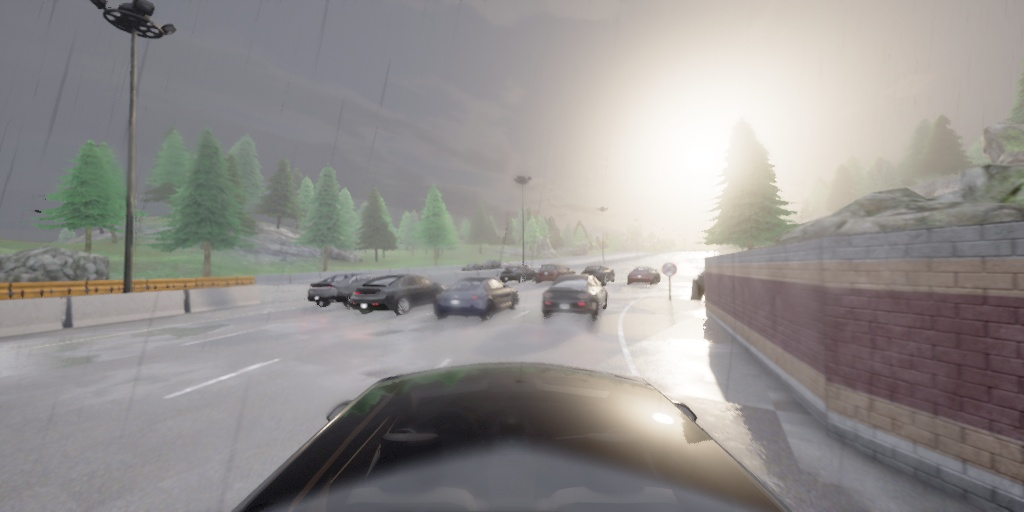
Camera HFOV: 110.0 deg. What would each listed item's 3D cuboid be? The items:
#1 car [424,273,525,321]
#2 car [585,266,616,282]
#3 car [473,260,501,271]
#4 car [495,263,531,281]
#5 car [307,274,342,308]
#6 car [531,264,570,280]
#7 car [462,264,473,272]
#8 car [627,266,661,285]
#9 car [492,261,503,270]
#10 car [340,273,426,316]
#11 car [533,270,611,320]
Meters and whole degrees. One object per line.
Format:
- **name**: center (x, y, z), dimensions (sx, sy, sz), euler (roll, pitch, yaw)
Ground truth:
- **car**: center (-1.178, 1.493, 13.503), dimensions (1.994, 1.385, 4.181), euler (-1, -1, 19)
- **car**: center (7.213, 1.530, 29.806), dimensions (1.837, 1.490, 4.892), euler (-1, -1, 30)
- **car**: center (-3.560, 1.660, 60.470), dimensions (2.150, 2.045, 5.566), euler (-1, 0, 30)
- **car**: center (0.755, 1.684, 32.615), dimensions (1.837, 1.490, 4.892), euler (-1, -1, 30)
- **car**: center (-7.247, 1.569, 17.159), dimensions (2.128, 1.511, 4.902), euler (-1, -1, 21)
- **car**: center (3.866, 1.455, 31.012), dimensions (2.097, 1.767, 4.553), euler (-1, -1, 30)
- **car**: center (-6.740, 2.021, 61.941), dimensions (1.837, 1.490, 4.892), euler (-1, 0, 30)
- **car**: center (10.551, 1.512, 28.581), dimensions (1.994, 1.385, 4.181), euler (-1, -1, 30)
- **car**: center (-0.774, 1.890, 58.298), dimensions (1.812, 1.442, 4.674), euler (-1, 0, 30)
- **car**: center (-4.398, 1.503, 14.855), dimensions (1.837, 1.490, 4.892), euler (-1, -1, 19)
- **car**: center (2.396, 1.398, 13.131), dimensions (1.812, 1.442, 4.674), euler (-1, -1, 20)
